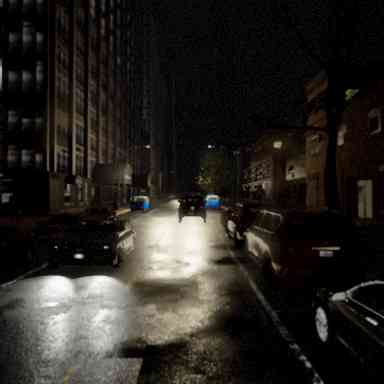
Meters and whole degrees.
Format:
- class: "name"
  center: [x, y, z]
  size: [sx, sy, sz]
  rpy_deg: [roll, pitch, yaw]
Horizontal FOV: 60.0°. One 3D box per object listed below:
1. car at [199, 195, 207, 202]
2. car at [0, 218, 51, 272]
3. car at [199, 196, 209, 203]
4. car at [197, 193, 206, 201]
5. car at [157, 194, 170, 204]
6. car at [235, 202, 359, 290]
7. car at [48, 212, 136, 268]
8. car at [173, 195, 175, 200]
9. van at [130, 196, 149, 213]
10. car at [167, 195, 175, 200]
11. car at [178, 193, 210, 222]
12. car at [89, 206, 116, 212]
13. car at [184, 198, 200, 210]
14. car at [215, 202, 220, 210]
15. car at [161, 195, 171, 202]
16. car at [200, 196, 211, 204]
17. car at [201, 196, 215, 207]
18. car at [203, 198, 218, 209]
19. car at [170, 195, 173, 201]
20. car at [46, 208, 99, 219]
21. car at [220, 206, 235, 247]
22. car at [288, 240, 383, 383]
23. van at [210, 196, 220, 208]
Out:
- class: "car"
  center: [2.523, 1.539, 75.772]
  size: [1.752, 1.417, 4.829]
  rpy_deg: [1, 0, 0]
- class: "car"
  center: [-5.704, 1.593, 9.023]
  size: [1.802, 1.307, 4.206]
  rpy_deg: [1, 0, 0]
- class: "car"
  center: [2.535, 1.600, 70.056]
  size: [1.802, 1.307, 4.206]
  rpy_deg: [1, 0, 0]
- class: "car"
  center: [2.500, 1.319, 86.694]
  size: [2.192, 1.841, 5.009]
  rpy_deg: [1, 0, 0]
- class: "car"
  center: [-5.832, 1.603, 64.489]
  size: [1.802, 1.307, 4.206]
  rpy_deg: [1, 0, 0]
- class: "car"
  center: [2.681, 1.327, 9.043]
  size: [2.192, 1.841, 5.009]
  rpy_deg: [1, 0, 0]
- class: "car"
  center: [-3.121, 1.577, 11.157]
  size: [1.994, 1.385, 4.181]
  rpy_deg: [0, 0, 0]
- class: "car"
  center: [-5.883, 1.529, 86.502]
  size: [1.752, 1.417, 4.829]
  rpy_deg: [1, 0, 0]
- class: "van"
  center: [-5.764, 1.367, 36.758]
  size: [1.690, 1.788, 3.998]
  rpy_deg: [1, 0, 0]
- class: "car"
  center: [-5.897, 1.564, 92.220]
  size: [1.947, 1.339, 4.313]
  rpy_deg: [1, 0, 0]
- class: "car"
  center: [0.036, 1.246, 26.669]
  size: [2.150, 2.045, 5.566]
  rpy_deg: [0, 0, 0]
- class: "car"
  center: [-5.728, 1.565, 20.118]
  size: [1.887, 1.381, 4.507]
  rpy_deg: [1, 0, 0]
- class: "car"
  center: [-0.005, 1.574, 44.718]
  size: [2.033, 1.411, 5.357]
  rpy_deg: [0, 0, 0]
- class: "car"
  center: [2.652, 1.547, 20.309]
  size: [1.752, 1.417, 4.829]
  rpy_deg: [1, 0, 0]
- class: "car"
  center: [-5.856, 1.539, 75.410]
  size: [1.752, 1.417, 4.829]
  rpy_deg: [1, 0, 0]
- class: "car"
  center: [2.549, 1.566, 64.510]
  size: [1.887, 1.381, 4.507]
  rpy_deg: [1, 0, 0]
- class: "car"
  center: [2.576, 1.466, 53.417]
  size: [1.967, 1.590, 4.097]
  rpy_deg: [1, 0, 0]
- class: "car"
  center: [2.587, 1.593, 47.871]
  size: [1.947, 1.339, 4.313]
  rpy_deg: [1, 0, 0]
- class: "car"
  center: [-5.841, 1.333, 70.034]
  size: [2.192, 1.841, 5.009]
  rpy_deg: [1, 0, 0]
- class: "car"
  center: [-5.716, 1.598, 14.572]
  size: [1.802, 1.307, 4.206]
  rpy_deg: [1, 0, 0]
- class: "car"
  center: [2.668, 1.332, 14.592]
  size: [2.192, 1.841, 5.009]
  rpy_deg: [1, 0, 0]
- class: "car"
  center: [2.690, 1.556, 3.497]
  size: [2.008, 1.369, 4.403]
  rpy_deg: [1, 0, 0]
- class: "van"
  center: [2.603, 1.368, 42.324]
  size: [1.690, 1.788, 3.998]
  rpy_deg: [1, 0, 0]
